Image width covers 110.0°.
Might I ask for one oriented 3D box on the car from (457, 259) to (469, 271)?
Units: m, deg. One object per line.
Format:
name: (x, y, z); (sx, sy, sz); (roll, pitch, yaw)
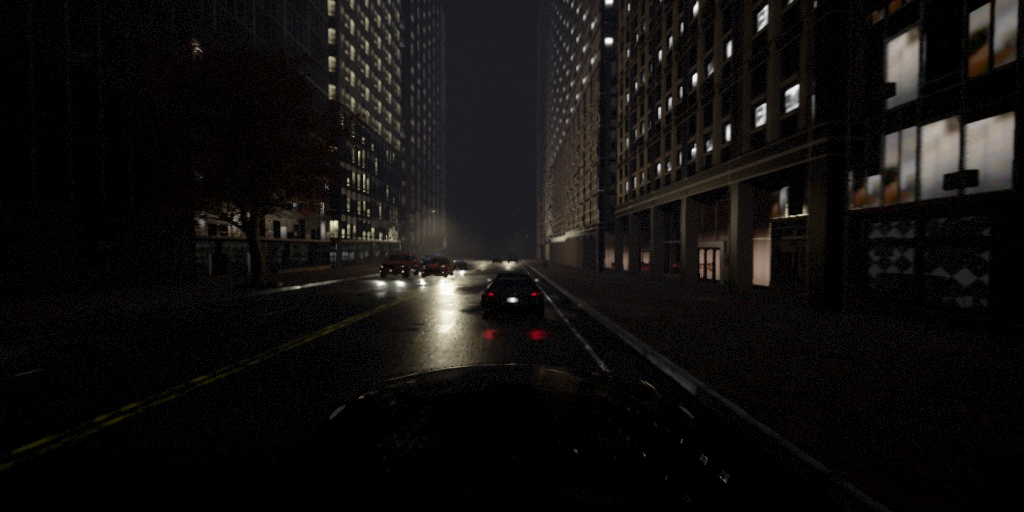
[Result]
car: (-6.399, 1.088, 43.938); (1.994, 1.385, 4.181); (0, 0, 0)

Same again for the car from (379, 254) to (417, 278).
car: (-9.678, 0.801, 31.383); (2.150, 2.045, 5.566); (0, 0, 0)

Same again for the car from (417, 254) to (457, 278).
car: (-6.431, 0.939, 31.257); (2.097, 1.767, 4.553); (0, 0, 0)

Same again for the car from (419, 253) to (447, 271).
car: (-9.646, 0.723, 44.137); (2.150, 2.045, 5.566); (0, 0, 0)

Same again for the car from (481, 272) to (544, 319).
car: (0.022, 1.265, 12.602); (1.994, 1.385, 4.181); (0, 0, 0)
